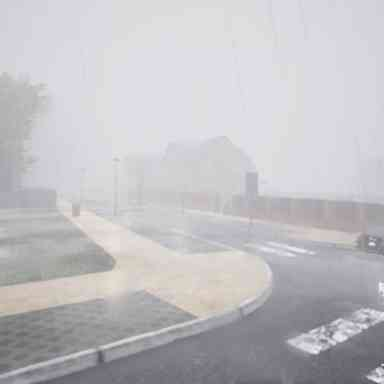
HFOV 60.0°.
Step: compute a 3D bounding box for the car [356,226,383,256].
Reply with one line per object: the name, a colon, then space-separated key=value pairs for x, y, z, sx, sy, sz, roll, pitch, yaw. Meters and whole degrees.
car: x=7.896 y=1.571 z=11.421 sx=4.181 sy=1.385 sz=1.994 roll=1 pitch=1 yaw=-13
